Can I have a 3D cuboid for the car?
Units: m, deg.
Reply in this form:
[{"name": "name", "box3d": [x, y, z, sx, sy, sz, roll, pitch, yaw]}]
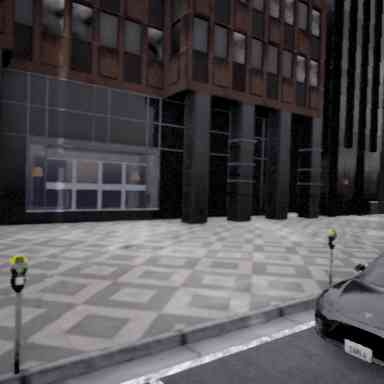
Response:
[{"name": "car", "box3d": [3.805, 1.554, 5.183, 4.313, 1.339, 1.947, 1, 2, -34]}]
